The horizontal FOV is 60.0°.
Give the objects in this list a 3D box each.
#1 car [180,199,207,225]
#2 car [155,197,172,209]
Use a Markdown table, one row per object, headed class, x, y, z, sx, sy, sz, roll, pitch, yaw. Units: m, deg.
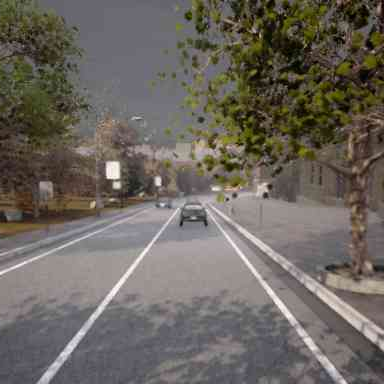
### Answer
| class | x | y | z | sx | sy | sz | roll | pitch | yaw |
| --- | --- | --- | --- | --- | --- | --- | --- | --- | --- |
| car | 0.099 | 1.482 | 23.482 | 1.812 | 1.442 | 4.674 | 0 | 0 | 0 |
| car | -3.571 | 1.413 | 42.692 | 2.128 | 1.511 | 4.902 | 0 | 0 | 0 |
